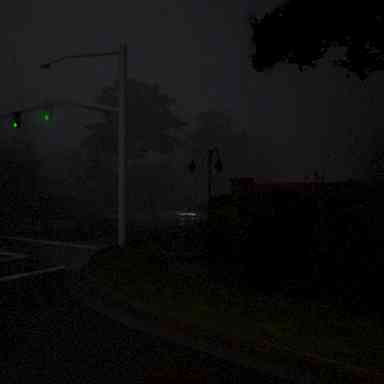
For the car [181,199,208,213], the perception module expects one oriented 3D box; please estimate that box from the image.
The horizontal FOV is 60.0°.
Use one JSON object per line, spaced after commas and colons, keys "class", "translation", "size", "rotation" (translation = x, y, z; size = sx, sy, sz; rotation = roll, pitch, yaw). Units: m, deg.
{"class": "car", "translation": [0.645, 1.522, 37.433], "size": [1.812, 1.442, 4.674], "rotation": [0, 0, 35]}
